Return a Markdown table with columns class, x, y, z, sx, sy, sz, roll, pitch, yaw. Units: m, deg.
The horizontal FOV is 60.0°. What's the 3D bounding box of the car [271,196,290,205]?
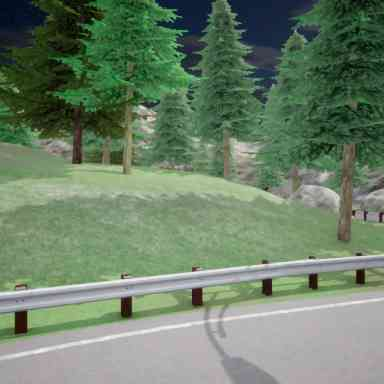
| class | x | y | z | sx | sy | sz | roll | pitch | yaw |
| --- | --- | --- | --- | --- | --- | --- | --- | --- | --- |
| car | 12.578 | 1.367 | 47.238 | 2.097 | 1.767 | 4.553 | 0 | 0 | -28 |
